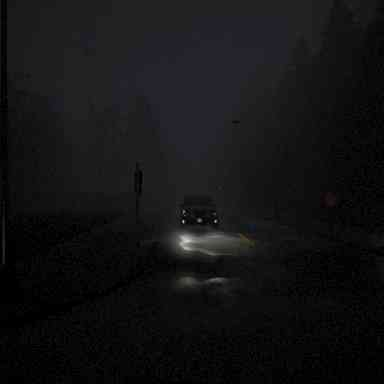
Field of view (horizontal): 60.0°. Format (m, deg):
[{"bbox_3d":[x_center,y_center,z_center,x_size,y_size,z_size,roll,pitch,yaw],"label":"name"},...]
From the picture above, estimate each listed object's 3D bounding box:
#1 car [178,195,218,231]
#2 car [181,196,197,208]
[{"bbox_3d":[0.337,1.217,21.207,2.150,2.045,5.566,0,0,-2],"label":"car"},{"bbox_3d":[-0.504,1.347,45.881,2.033,1.411,5.357,0,0,-2],"label":"car"}]
